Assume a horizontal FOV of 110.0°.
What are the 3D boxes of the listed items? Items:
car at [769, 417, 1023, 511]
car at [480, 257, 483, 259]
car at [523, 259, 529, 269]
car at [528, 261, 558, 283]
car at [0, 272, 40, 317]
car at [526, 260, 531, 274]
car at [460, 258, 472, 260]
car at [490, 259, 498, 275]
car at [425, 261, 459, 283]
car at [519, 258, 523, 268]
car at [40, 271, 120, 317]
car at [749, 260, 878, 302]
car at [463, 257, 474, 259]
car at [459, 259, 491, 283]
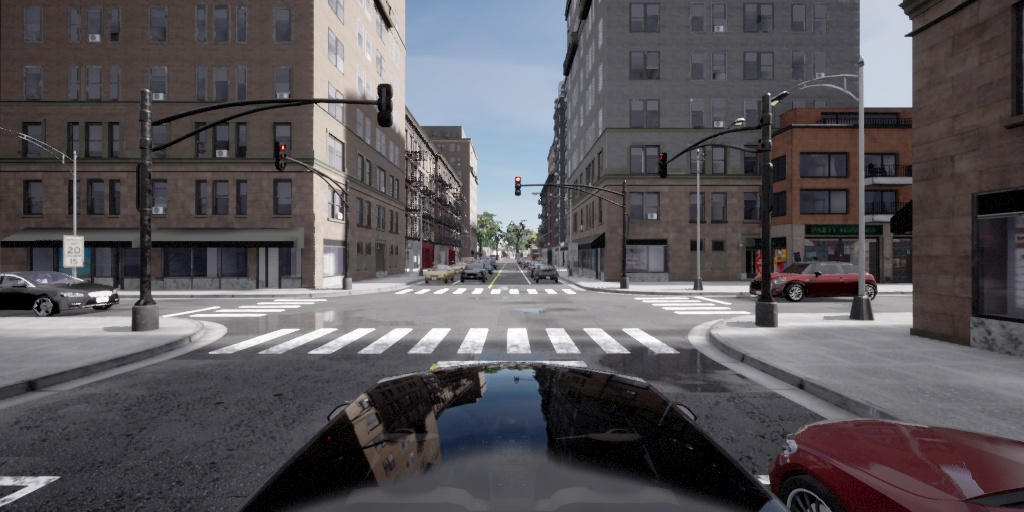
[{"bbox_3d":[2.641,1.332,0.767,1.802,1.307,4.207,0,0,0],"label":"car"},{"bbox_3d":[-5.545,1.193,49.680,1.967,1.591,4.097,0,0,0],"label":"car"},{"bbox_3d":[2.532,1.302,38.739,2.007,1.370,4.403,0,0,0],"label":"car"},{"bbox_3d":[2.563,1.301,27.775,2.007,1.370,4.403,0,0,0],"label":"car"},{"bbox_3d":[-5.398,1.064,0.745,2.192,1.841,5.009,0,0,0],"label":"car"},{"bbox_3d":[2.547,1.296,33.257,1.888,1.381,4.507,0,0,0],"label":"car"},{"bbox_3d":[-5.517,1.277,38.545,1.751,1.417,4.829,0,0,0],"label":"car"},{"bbox_3d":[-2.959,1.299,38.847,2.033,1.411,5.357,0,0,0],"label":"car"},{"bbox_3d":[-5.490,1.276,27.582,1.751,1.417,4.829,0,0,0],"label":"car"},{"bbox_3d":[2.484,1.304,55.184,2.007,1.370,4.403,0,0,0],"label":"car"},{"bbox_3d":[-17.101,1.309,12.882,4.902,1.511,2.128,0,0,1],"label":"car"},{"bbox_3d":[13.218,1.036,15.958,4.553,1.767,2.097,0,0,0],"label":"car"},{"bbox_3d":[-5.531,1.067,44.198,2.192,1.841,5.009,0,0,0],"label":"car"},{"bbox_3d":[-2.924,1.255,28.435,1.837,1.490,4.892,0,0,0],"label":"car"}]
